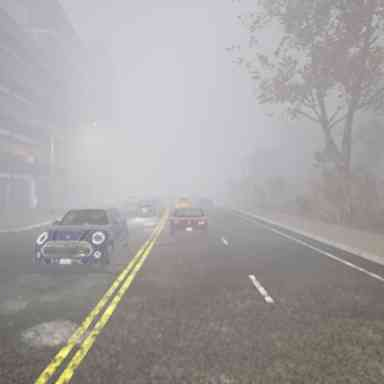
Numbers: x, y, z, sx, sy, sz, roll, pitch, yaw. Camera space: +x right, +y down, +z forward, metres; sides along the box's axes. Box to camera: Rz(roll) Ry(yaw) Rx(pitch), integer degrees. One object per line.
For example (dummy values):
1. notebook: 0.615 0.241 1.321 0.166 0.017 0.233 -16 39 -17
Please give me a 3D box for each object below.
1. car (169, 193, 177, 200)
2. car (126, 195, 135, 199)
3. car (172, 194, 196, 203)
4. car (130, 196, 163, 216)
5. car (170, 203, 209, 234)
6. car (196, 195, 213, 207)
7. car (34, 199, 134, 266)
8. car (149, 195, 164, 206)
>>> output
1. car: -4.038 0.937 73.278 2.097 1.767 4.553 0 0 -7
2. car: -8.258 1.227 46.265 1.882 1.535 5.008 0 0 -4
3. car: -0.958 1.278 36.460 1.882 1.535 5.008 0 0 -3
4. car: -4.109 1.328 30.559 2.128 1.511 4.902 0 0 -3
5. car: -0.199 1.503 18.306 1.895 1.301 4.718 0 0 -2
6. car: 1.727 1.307 45.767 1.994 1.385 4.181 0 0 -4
7. car: -3.492 1.294 11.329 2.097 1.767 4.553 0 0 -1
8. car: -5.269 1.271 50.225 2.033 1.411 5.357 0 0 -4
